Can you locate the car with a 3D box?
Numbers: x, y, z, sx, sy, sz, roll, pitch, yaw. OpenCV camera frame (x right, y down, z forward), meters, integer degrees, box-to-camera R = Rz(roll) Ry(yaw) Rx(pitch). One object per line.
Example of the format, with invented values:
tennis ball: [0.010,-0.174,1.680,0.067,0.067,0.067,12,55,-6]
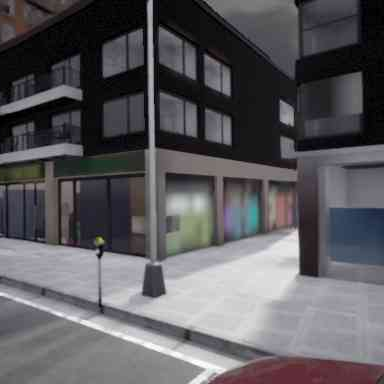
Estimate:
car: [1.828,1.575,1.551,4.206,1.307,1.802,-1,-1,36]
